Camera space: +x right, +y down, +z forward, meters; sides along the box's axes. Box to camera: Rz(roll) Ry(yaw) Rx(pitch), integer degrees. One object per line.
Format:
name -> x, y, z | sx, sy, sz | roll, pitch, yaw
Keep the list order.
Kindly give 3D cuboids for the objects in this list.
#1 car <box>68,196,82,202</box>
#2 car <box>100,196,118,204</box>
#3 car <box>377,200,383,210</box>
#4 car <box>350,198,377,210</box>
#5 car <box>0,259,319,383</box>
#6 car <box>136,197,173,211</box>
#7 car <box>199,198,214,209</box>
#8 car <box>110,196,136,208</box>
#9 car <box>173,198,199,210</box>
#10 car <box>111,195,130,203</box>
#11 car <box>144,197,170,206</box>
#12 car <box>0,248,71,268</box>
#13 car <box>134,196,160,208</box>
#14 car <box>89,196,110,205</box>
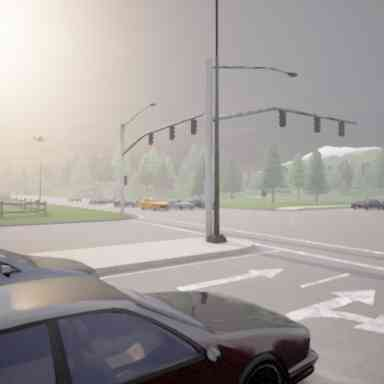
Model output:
car -> -24.554, 1.476, 69.804 | 1.994, 1.385, 4.181 | 0, 0, -35
car -> -15.987, 1.517, 63.564 | 1.812, 1.442, 4.674 | 0, 0, -34
car -> 25.361, 1.205, 40.548 | 5.566, 2.045, 2.150 | 0, 0, -35
car -> 22.790, 1.531, 42.978 | 5.357, 1.411, 2.033 | 0, 0, -32
car -> -1.195, 1.547, 2.910 | 5.357, 1.411, 2.033 | 0, 0, -36
car -> -4.717, 1.470, 41.172 | 1.882, 1.535, 5.008 | 0, 0, -35
car -> 1.251, 1.537, 44.858 | 2.033, 1.411, 5.357 | 0, 0, -35
car -> -9.939, 1.518, 48.673 | 1.812, 1.442, 4.674 | 0, 0, -35
car -> -1.602, 1.592, 42.825 | 1.895, 1.301, 4.718 | 0, 0, -35
car -> -14.640, 1.496, 67.822 | 2.128, 1.511, 4.902 | 0, 0, -35
car -> -5.851, 1.537, 55.061 | 2.033, 1.411, 5.357 | 0, 0, -35
car -> -3.614, 1.564, 5.466 | 4.181, 1.385, 1.994 | 0, 0, -36
car -> -6.950, 1.469, 50.508 | 1.882, 1.535, 5.008 | 0, 0, -35
car -> -16.463, 1.555, 58.065 | 1.994, 1.385, 4.181 | 0, 0, -35
